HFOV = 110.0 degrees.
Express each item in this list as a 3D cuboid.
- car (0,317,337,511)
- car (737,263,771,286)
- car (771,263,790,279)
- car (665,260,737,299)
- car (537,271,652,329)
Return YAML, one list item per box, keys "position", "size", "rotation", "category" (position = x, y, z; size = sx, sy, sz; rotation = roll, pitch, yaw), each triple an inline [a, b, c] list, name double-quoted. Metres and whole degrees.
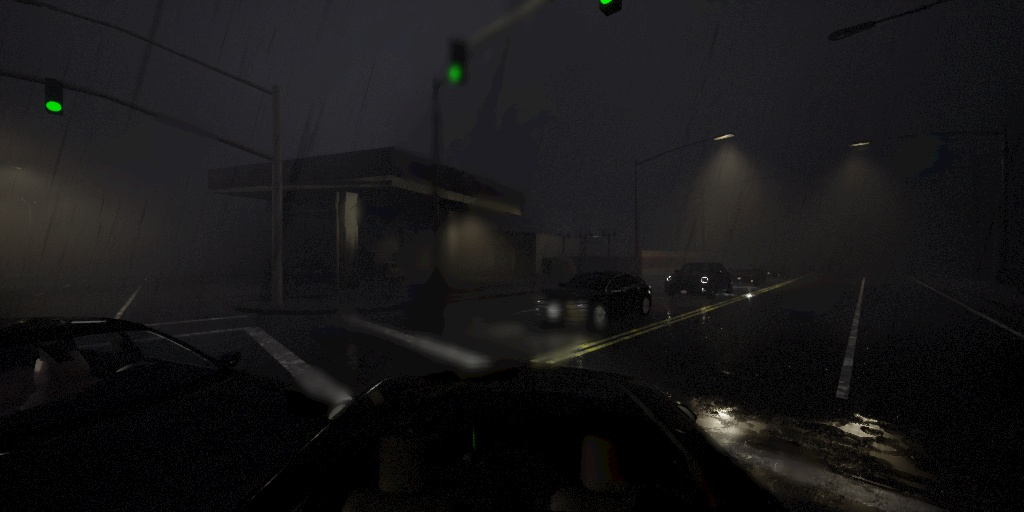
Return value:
- position: [-3.433, 1.242, 2.467]
  size: [4.902, 1.511, 2.128]
  rotation: [0, 0, 15]
  category: "car"
- position: [16.523, 1.314, 25.339]
  size: [1.994, 1.385, 4.181]
  rotation: [0, 0, 44]
  category: "car"
- position: [23.622, 1.314, 32.427]
  size: [4.181, 1.385, 1.994]
  rotation: [0, 0, -45]
  category: "car"
- position: [9.630, 1.102, 18.395]
  size: [2.097, 1.767, 4.553]
  rotation: [0, 0, 45]
  category: "car"
- position: [2.825, 1.255, 11.516]
  size: [1.837, 1.490, 4.892]
  rotation: [0, 0, 44]
  category: "car"
